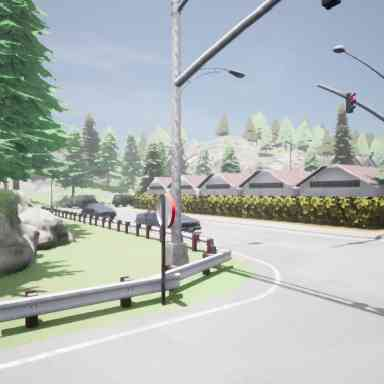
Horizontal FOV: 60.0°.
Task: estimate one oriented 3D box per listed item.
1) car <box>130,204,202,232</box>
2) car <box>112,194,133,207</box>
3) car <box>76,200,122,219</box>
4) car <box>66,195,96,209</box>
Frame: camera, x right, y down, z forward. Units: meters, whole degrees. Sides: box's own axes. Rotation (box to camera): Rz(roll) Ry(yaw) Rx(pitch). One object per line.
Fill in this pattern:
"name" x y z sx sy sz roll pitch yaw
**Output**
"car" -1.674 1.739 20.972 2.033 1.411 5.357 0 0 -38
"car" -10.393 1.398 54.114 2.150 2.045 5.566 0 0 37
"car" -8.772 1.739 31.093 2.033 1.411 5.357 0 0 -34
"car" -16.523 1.400 49.996 2.150 2.045 5.566 0 0 16
